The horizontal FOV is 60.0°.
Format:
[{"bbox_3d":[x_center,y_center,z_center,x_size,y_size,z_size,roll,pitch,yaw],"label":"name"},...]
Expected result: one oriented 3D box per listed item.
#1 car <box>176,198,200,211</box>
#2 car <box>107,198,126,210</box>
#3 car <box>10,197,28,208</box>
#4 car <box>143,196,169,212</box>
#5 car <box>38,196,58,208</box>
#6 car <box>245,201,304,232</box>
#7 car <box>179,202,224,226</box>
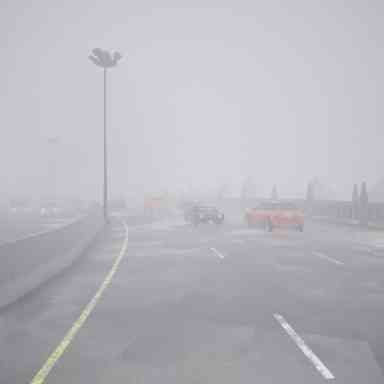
[{"bbox_3d":[-0.362,1.476,38.265,1.882,1.535,5.008,0,0,-20],"label":"car"},{"bbox_3d":[-9.820,1.490,42.540,2.128,1.511,4.902,0,0,-25],"label":"car"},{"bbox_3d":[-25.172,1.477,48.327,1.882,1.535,5.008,0,0,-34],"label":"car"},{"bbox_3d":[-4.271,1.351,38.595,2.097,1.767,4.553,0,0,-21],"label":"car"},{"bbox_3d":[-20.507,1.351,47.393,2.097,1.767,4.553,0,0,-31],"label":"car"},{"bbox_3d":[4.858,1.351,20.288,2.097,1.767,4.553,0,0,-11],"label":"car"},{"bbox_3d":[0.681,1.600,23.392,1.895,1.301,4.718,0,0,-13],"label":"car"}]
